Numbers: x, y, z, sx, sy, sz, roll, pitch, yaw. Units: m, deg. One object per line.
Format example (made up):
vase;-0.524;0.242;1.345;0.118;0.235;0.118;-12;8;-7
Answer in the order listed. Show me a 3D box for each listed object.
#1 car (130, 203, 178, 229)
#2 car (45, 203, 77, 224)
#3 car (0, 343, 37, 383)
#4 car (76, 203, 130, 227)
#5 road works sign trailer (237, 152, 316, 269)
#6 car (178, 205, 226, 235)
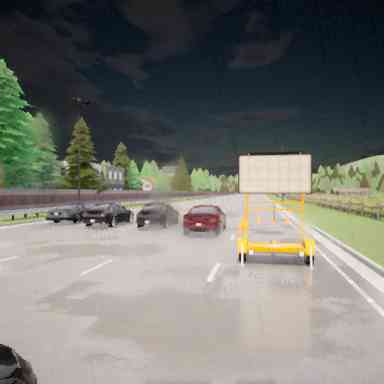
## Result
car;-2.136;1.502;21.895;1.837;1.490;4.892;0;0;11
car;-8.666;1.544;24.941;2.033;1.411;5.357;0;0;11
car;-2.652;1.563;1.423;1.994;1.385;4.181;0;0;11
car;-5.565;1.502;22.597;1.837;1.490;4.892;0;0;11
road works sign trailer;2.778;0.463;11.260;2.380;3.560;2.880;0;0;11
car;0.819;1.475;18.824;1.882;1.535;5.008;0;0;11
